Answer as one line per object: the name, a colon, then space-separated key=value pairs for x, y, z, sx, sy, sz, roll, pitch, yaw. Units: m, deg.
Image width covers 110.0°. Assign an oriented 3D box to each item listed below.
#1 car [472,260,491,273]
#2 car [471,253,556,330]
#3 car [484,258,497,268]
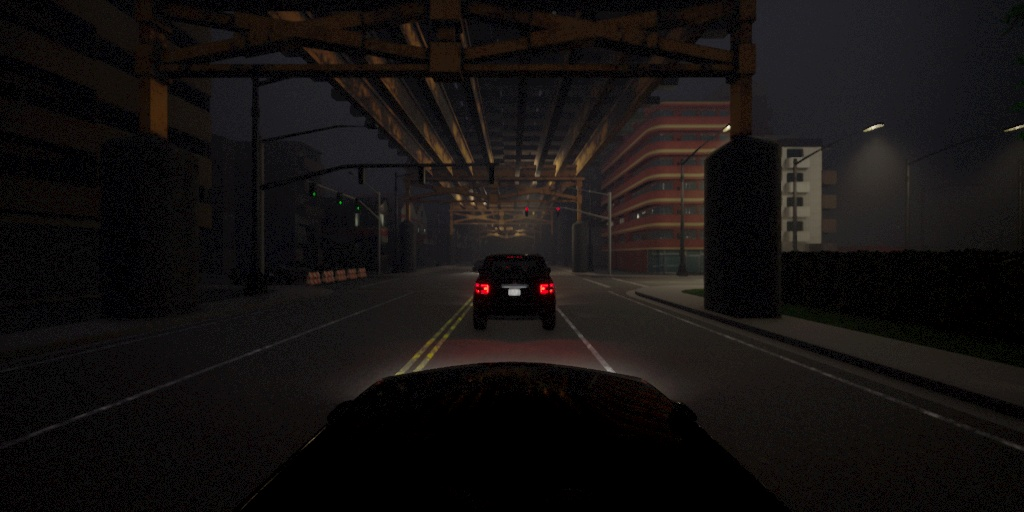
car: x=-3.571 y=1.172 z=42.266 sx=1.812 sy=1.442 sz=4.674 roll=0 pitch=0 yaw=0
car: x=0.075 y=0.947 z=11.180 sx=2.150 sy=2.045 sz=5.566 roll=0 pitch=0 yaw=0
car: x=-3.535 y=1.124 z=58.466 sx=1.812 sy=1.442 sz=4.674 roll=0 pitch=0 yaw=0
